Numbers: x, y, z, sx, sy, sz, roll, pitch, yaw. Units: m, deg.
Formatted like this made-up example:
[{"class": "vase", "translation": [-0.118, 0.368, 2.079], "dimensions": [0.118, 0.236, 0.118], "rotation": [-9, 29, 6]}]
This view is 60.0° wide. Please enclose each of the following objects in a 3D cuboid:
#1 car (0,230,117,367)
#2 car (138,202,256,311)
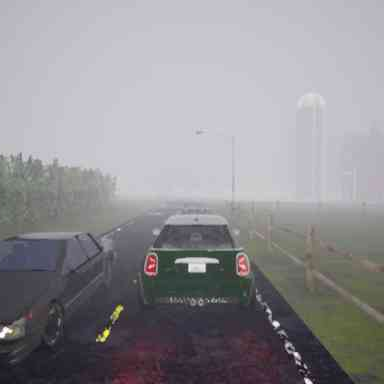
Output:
[{"class": "car", "translation": [-2.833, 1.494, 6.352], "dimensions": [2.033, 1.411, 5.357], "rotation": [0, 0, 0]}, {"class": "car", "translation": [0.098, 1.288, 7.771], "dimensions": [2.097, 1.767, 4.553], "rotation": [0, 0, 0]}]
